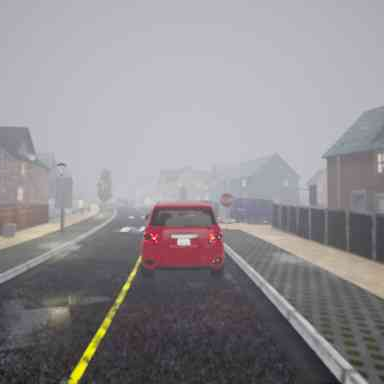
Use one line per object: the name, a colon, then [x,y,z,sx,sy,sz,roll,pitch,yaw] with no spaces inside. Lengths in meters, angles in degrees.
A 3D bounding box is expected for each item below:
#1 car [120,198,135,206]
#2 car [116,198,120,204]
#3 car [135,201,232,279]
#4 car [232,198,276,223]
car: [-13.077,2.115,69.517,2.033,1.411,5.357,1,-1,-21]
car: [-16.934,2.061,79.266,1.882,1.535,5.008,1,-1,-22]
car: [-0.342,1.300,10.511,2.150,2.045,5.566,0,-1,-3]
car: [5.802,1.590,27.817,5.566,2.045,2.150,1,-3,-25]
